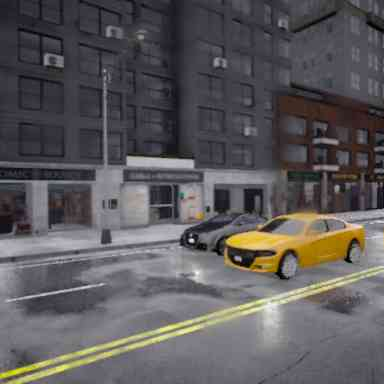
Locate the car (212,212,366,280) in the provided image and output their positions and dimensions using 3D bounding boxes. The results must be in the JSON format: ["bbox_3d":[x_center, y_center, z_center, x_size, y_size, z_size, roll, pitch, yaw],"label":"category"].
[{"bbox_3d":[3.213,1.415,9.969,5.008,1.535,1.882,-1,0,-35],"label":"car"}]

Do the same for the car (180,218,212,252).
[{"bbox_3d":[1.609,1.498,12.817,4.181,1.385,1.994,-1,0,-35],"label":"car"}]
